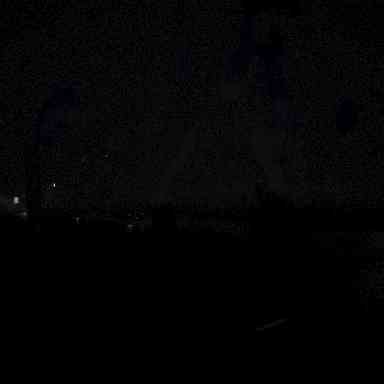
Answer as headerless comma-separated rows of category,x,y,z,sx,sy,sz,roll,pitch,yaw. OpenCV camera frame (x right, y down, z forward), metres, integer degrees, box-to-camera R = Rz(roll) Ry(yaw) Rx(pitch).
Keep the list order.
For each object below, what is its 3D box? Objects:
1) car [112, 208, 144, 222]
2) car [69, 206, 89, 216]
car,-6.984,2.453,36.160,1.895,1.301,4.718,-3,0,-35
car,-17.340,2.864,50.888,1.837,1.490,4.892,-3,0,-35
